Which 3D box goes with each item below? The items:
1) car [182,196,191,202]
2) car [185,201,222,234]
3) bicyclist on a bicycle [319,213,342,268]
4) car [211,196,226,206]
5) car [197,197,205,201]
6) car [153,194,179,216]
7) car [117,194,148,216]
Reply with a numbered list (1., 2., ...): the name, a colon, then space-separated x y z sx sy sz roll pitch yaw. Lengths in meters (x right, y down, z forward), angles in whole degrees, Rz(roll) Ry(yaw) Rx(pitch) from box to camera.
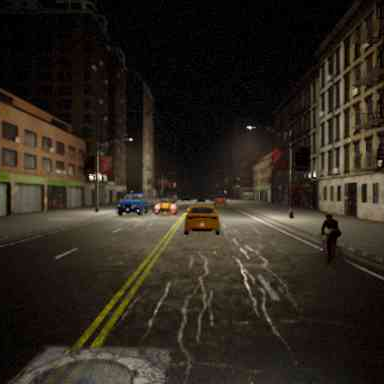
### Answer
1. car: -1.246 1.589 74.429 1.895 1.301 4.718 0 0 2
2. car: 0.592 1.517 19.427 1.882 1.535 5.008 0 0 2
3. bicyclist on a bicycle: 4.388 1.499 10.528 0.582 1.620 1.656 0 0 2
4. car: 4.923 1.467 58.831 2.097 1.767 4.553 0 0 2
5. car: 2.037 1.714 75.584 1.895 1.301 4.718 0 0 2
6. car: -2.470 1.392 33.365 2.097 1.767 4.553 0 0 2
7. car: -5.740 1.241 32.834 2.150 2.045 5.566 0 0 2
